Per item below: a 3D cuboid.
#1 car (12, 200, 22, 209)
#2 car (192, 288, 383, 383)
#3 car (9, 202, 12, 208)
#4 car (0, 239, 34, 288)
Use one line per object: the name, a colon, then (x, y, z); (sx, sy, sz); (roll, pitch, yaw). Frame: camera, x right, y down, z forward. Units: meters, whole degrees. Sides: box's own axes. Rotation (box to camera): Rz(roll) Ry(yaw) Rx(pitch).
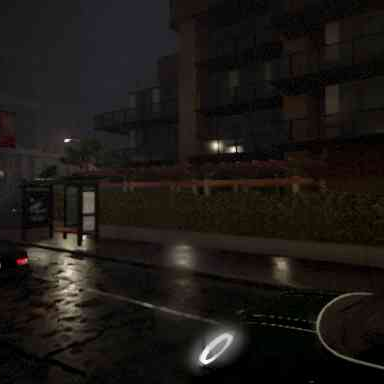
car: (-21.728, 1.673, 46.344); (1.837, 1.490, 4.892); (0, 0, 36)
car: (2.189, 1.350, 2.442); (4.553, 1.767, 2.097); (0, 0, 35)
car: (-24.223, 1.659, 48.888); (1.882, 1.535, 5.008); (0, 0, 35)
car: (-6.087, 1.584, 8.303); (5.357, 1.411, 2.033); (0, 0, 36)
